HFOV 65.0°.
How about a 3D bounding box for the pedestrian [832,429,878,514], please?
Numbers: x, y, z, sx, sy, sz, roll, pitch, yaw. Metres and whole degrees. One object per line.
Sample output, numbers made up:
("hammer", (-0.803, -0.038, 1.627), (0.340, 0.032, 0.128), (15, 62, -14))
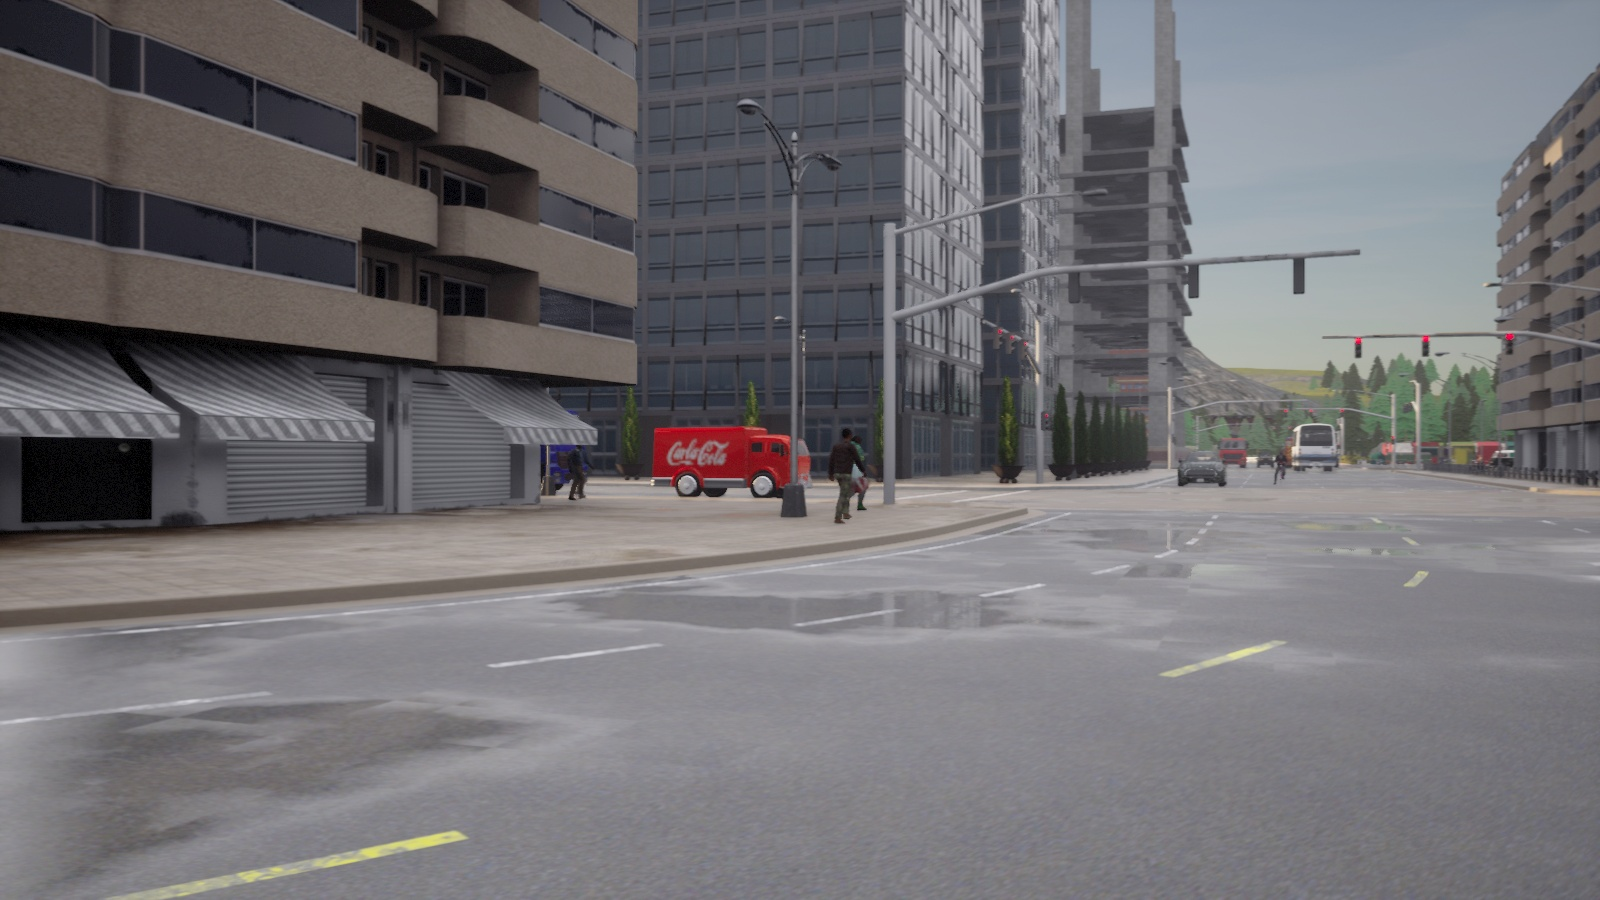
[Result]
("pedestrian", (1.287, 0.494, 29.424), (0.873, 1.952, 0.659), (0, 0, -42))

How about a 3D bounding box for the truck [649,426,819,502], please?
("truck", (-2.227, 0.463, 43.005), (5.204, 2.467, 2.627), (0, 0, 20))

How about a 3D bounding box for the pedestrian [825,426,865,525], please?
("pedestrian", (0.855, 0.477, 23.916), (0.431, 1.840, 0.703), (0, 0, 38))

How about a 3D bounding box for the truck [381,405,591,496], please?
("truck", (-12.638, 0.022, 50.572), (7.936, 3.462, 2.891), (0, 0, 20))

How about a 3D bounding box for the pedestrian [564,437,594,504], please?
("pedestrian", (-6.539, 0.600, 37.213), (0.788, 1.949, 0.423), (0, 0, 31))

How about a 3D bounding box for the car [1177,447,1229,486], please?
("car", (19.165, 0.750, 59.631), (2.097, 1.767, 4.553), (0, 0, 21))
